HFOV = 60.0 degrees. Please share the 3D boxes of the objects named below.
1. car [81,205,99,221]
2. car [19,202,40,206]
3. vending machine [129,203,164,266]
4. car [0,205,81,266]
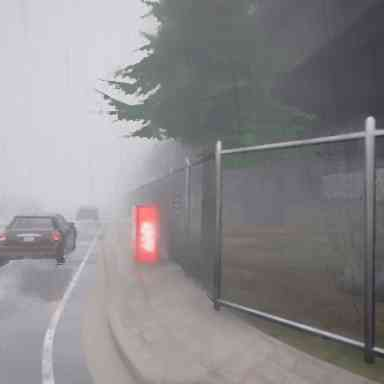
[{"bbox_3d":[-10.566,2.086,33.872,1.882,1.535,5.008,1,-1,-13],"label":"car"},{"bbox_3d":[-19.201,1.947,39.396,2.097,1.767,4.553,1,-1,-13],"label":"car"},{"bbox_3d":[-1.595,1.443,11.643,1.100,2.100,0.880,1,-1,-13],"label":"vending machine"},{"bbox_3d":[-5.665,1.557,12.628,2.097,1.767,4.553,1,-1,-13],"label":"car"}]
